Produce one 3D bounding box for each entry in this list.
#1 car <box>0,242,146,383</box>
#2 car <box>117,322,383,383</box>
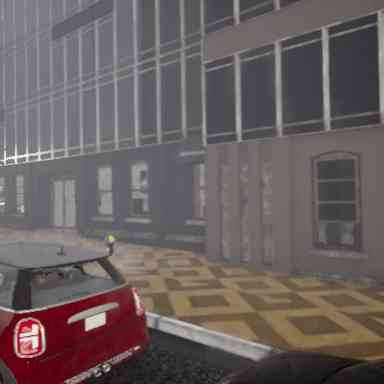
[{"bbox_3d":[-2.638,1.445,4.775,4.097,1.590,1.967,0,-1,36],"label":"car"},{"bbox_3d":[1.878,1.565,1.552,4.313,1.339,1.947,0,-1,36],"label":"car"}]
